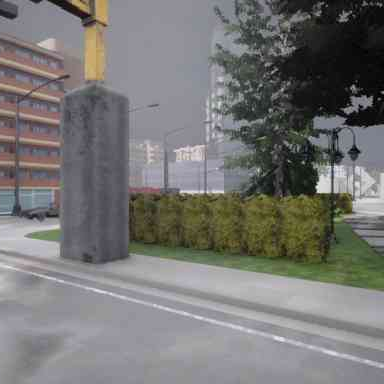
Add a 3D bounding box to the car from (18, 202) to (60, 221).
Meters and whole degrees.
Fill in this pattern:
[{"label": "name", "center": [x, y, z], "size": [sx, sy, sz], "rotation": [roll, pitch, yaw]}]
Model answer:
[{"label": "car", "center": [-11.521, 1.555, 27.934], "size": [2.033, 1.411, 5.357], "rotation": [0, 0, 36]}]
